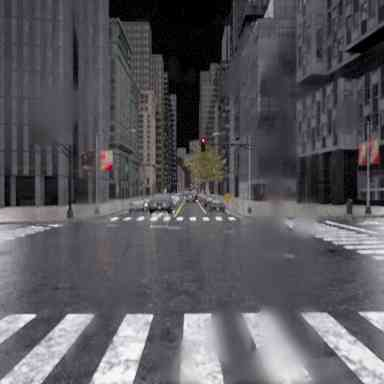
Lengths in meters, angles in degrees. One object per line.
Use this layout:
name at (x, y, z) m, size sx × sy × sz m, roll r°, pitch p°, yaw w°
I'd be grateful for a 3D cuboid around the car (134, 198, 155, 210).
car at (-5.881, 1.500, 41.617) m, size 2.008 × 1.369 × 4.403 m, roll 0°, pitch 0°, yaw 0°

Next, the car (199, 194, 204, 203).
car at (2.574, 1.488, 53.007) m, size 2.008 × 1.369 × 4.403 m, roll 0°, pitch 0°, yaw 0°

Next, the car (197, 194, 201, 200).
car at (2.514, 1.480, 62.879) m, size 2.008 × 1.369 × 4.403 m, roll 0°, pitch 0°, yaw 0°

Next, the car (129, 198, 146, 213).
car at (-5.850, 1.505, 36.625) m, size 2.008 × 1.369 × 4.403 m, roll 0°, pitch 0°, yaw 0°

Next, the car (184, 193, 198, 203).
car at (-0.265, 1.453, 65.841) m, size 1.812 × 1.442 × 4.674 m, roll 0°, pitch 0°, yaw 0°

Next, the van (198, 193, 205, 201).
van at (2.383, 1.257, 84.035) m, size 1.690 × 1.788 × 3.998 m, roll 0°, pitch 0°, yaw 0°

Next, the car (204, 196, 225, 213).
car at (2.675, 1.505, 36.674) m, size 2.008 × 1.369 × 4.403 m, roll 0°, pitch 0°, yaw 0°

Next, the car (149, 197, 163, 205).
car at (-5.971, 1.501, 56.189) m, size 1.947 × 1.339 × 4.313 m, roll 0°, pitch 0°, yaw 0°

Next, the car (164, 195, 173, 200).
car at (-6.170, 1.465, 88.668) m, size 2.008 × 1.369 × 4.403 m, roll 0°, pitch 0°, yaw 0°

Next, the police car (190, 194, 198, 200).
police car at (0.481, 1.338, 90.849) m, size 1.930 × 1.638 × 5.238 m, roll 0°, pitch 0°, yaw 0°

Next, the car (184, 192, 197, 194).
car at (-0.327, 1.319, 75.847) m, size 1.994 × 1.385 × 4.181 m, roll 0°, pitch 0°, yaw 0°

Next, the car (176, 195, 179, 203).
car at (-3.243, 1.544, 47.316) m, size 1.895 × 1.301 × 4.718 m, roll 0°, pitch 0°, yaw 0°

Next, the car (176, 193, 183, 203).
car at (-3.291, 1.454, 64.613) m, size 1.812 × 1.442 × 4.674 m, roll 0°, pitch 0°, yaw 0°

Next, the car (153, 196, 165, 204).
car at (-6.003, 1.456, 61.432) m, size 1.752 × 1.417 × 4.829 m, roll 0°, pitch 0°, yaw 0°

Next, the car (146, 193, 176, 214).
car at (-3.171, 1.177, 34.934) m, size 2.150 × 2.045 × 5.566 m, roll 0°, pitch 0°, yaw 0°

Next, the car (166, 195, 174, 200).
car at (-6.203, 1.494, 94.080) m, size 1.802 × 1.307 × 4.206 m, roll 0°, pitch 0°, yaw 0°

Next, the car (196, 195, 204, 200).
car at (2.319, 1.462, 94.612) m, size 2.008 × 1.369 × 4.403 m, roll 0°, pitch 0°, yaw 0°

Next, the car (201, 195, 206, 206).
car at (2.608, 1.487, 47.563) m, size 1.887 × 1.381 × 4.507 m, roll 0°, pitch 0°, yaw 0°

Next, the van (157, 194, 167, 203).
van at (-6.037, 1.268, 67.014) m, size 1.690 × 1.788 × 3.998 m, roll 0°, pitch 0°, yaw 0°

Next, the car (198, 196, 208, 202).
car at (2.449, 1.488, 73.458) m, size 1.947 × 1.339 × 4.313 m, roll 0°, pitch 0°, yaw 0°

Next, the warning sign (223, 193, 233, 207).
warning sign at (4.927, 1.060, 45.763) m, size 1.300 × 1.860 × 1.060 m, roll 0°, pitch 0°, yaw 0°

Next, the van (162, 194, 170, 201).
van at (-6.104, 1.261, 77.841) m, size 1.690 × 1.788 × 3.998 m, roll 0°, pitch 0°, yaw 0°
